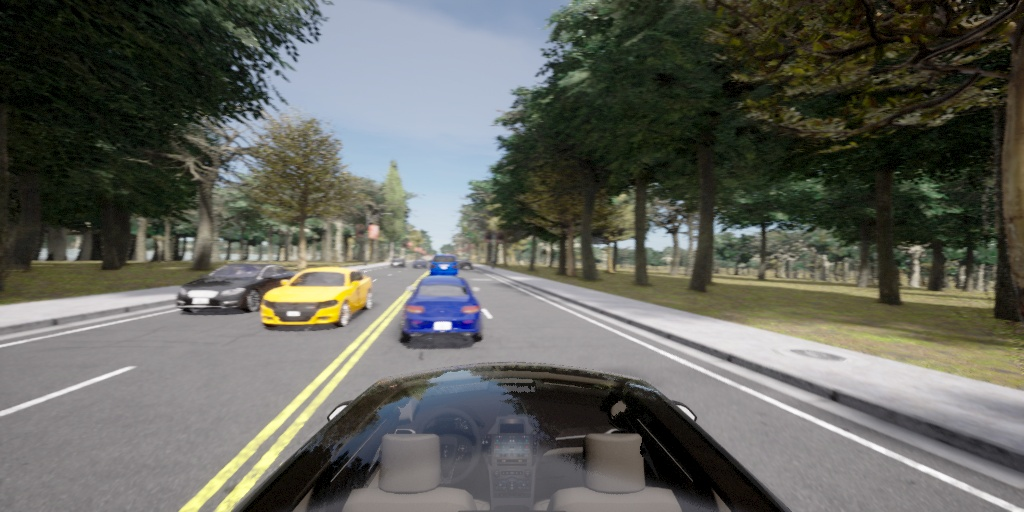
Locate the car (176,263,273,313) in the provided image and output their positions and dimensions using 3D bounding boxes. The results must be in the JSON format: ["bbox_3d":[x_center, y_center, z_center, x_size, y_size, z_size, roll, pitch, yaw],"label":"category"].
[{"bbox_3d":[-9.196,0.994,12.497,2.128,1.511,4.902,2,0,-11],"label":"car"}]

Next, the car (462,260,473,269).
[{"bbox_3d":[-7.042,1.297,54.643,1.837,1.490,4.892,2,0,-11],"label":"car"}]

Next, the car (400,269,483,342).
[{"bbox_3d":[-1.827,1.247,9.541,1.812,1.442,4.674,2,0,-11],"label":"car"}]

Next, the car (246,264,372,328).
[{"bbox_3d":[-5.586,1.087,10.890,1.882,1.535,5.008,2,0,-11],"label":"car"}]

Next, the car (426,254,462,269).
[{"bbox_3d":[-5.324,0.914,28.104,2.150,2.045,5.566,2,0,-11],"label":"car"}]

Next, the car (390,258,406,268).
[{"bbox_3d":[-16.822,0.971,53.077,2.128,1.511,4.902,2,0,-10],"label":"car"}]

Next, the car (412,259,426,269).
[{"bbox_3d":[-13.413,1.144,52.498,1.994,1.385,4.181,2,0,-10],"label":"car"}]
